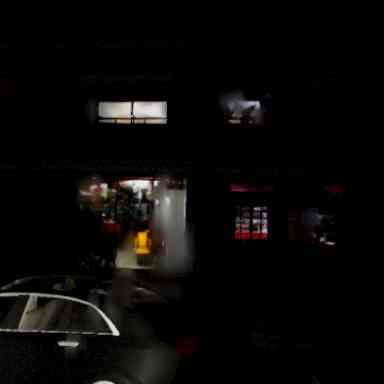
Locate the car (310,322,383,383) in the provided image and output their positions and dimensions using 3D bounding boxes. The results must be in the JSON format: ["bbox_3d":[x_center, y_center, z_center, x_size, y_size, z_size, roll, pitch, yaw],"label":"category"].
[{"bbox_3d":[3.615,1.923,3.693,4.313,1.339,1.947,2,-4,4],"label":"car"}]

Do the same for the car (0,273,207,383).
[{"bbox_3d":[-2.022,1.723,4.128,4.403,1.369,2.008,2,-4,4],"label":"car"}]
